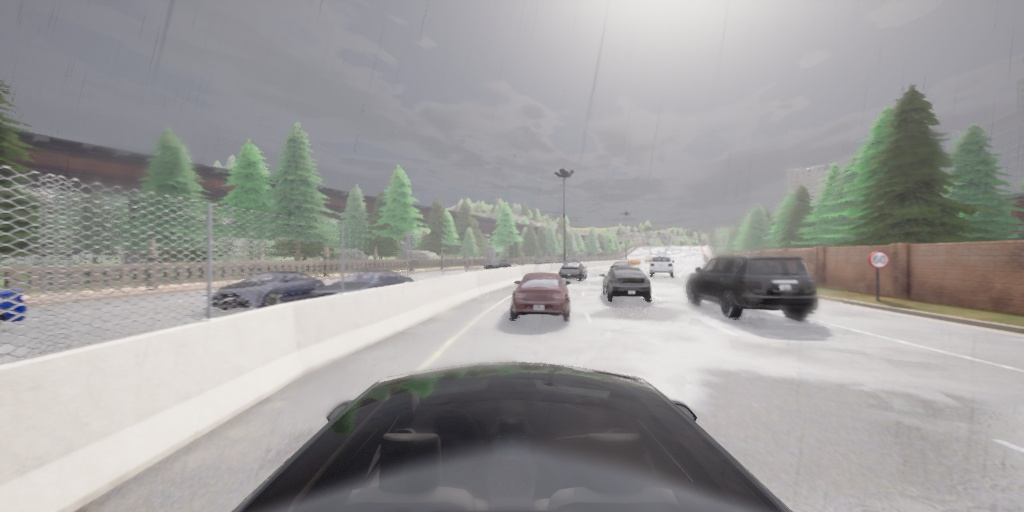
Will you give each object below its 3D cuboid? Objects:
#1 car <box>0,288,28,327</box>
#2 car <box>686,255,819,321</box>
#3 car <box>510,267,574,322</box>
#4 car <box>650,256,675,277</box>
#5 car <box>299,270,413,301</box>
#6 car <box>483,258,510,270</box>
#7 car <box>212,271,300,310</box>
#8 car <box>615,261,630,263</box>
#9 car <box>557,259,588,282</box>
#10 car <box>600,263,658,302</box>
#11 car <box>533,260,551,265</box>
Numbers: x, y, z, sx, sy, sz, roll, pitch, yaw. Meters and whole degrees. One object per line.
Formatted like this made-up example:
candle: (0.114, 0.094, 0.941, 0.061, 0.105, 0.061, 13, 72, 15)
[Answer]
car: (-13.731, 1.206, 7.213, 1.882, 1.535, 5.008, 0, 0, 5)
car: (8.119, 0.986, 12.776, 2.150, 2.045, 5.566, 0, 0, 8)
car: (1.032, 1.279, 12.319, 1.812, 1.442, 4.674, 0, 0, 7)
car: (15.118, 1.001, 36.146, 2.150, 2.045, 5.566, 0, 0, 24)
car: (-5.891, 1.290, 14.941, 2.033, 1.411, 5.357, 0, 0, 9)
car: (-2.122, 1.105, 49.196, 2.097, 1.767, 4.553, 0, 0, 27)
car: (-9.422, 1.300, 14.323, 1.994, 1.385, 4.181, 0, 0, 9)
car: (10.705, 1.250, 34.702, 1.882, 1.535, 5.008, 0, 0, 22)
car: (5.103, 1.249, 29.627, 2.128, 1.511, 4.902, 1, 0, 18)
car: (5.406, 1.266, 17.243, 1.837, 1.490, 4.892, 0, 0, 11)
car: (4.623, 1.329, 54.774, 1.994, 1.385, 4.181, 0, 0, 28)
